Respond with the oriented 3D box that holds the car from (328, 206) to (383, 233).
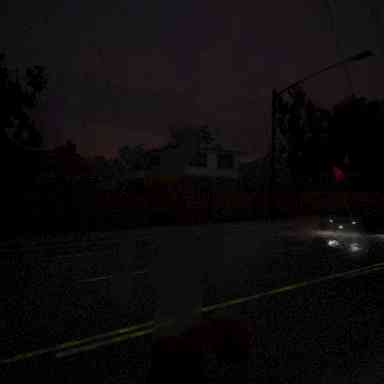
[{"bbox_3d":[10.444,1.568,20.037,5.357,1.411,2.033,0,0,-35],"label":"car"}]
